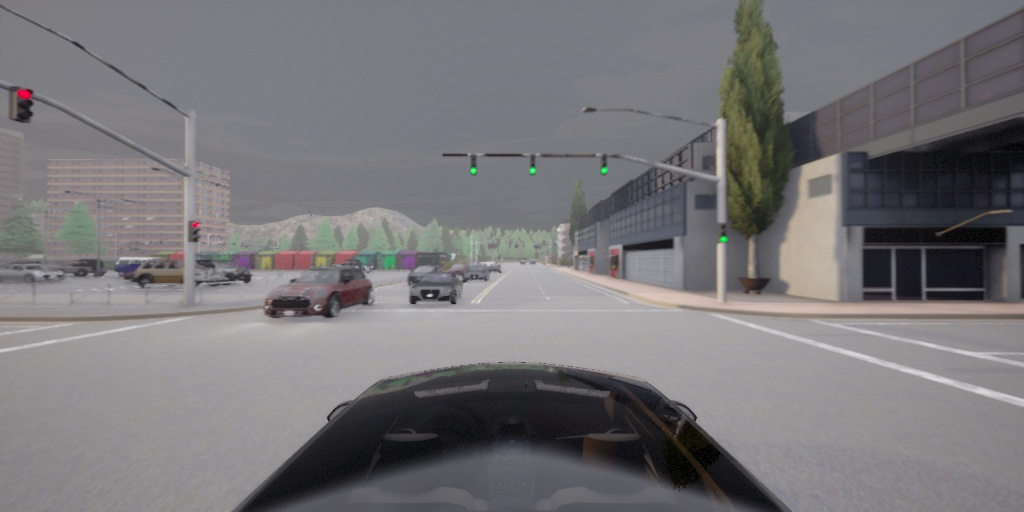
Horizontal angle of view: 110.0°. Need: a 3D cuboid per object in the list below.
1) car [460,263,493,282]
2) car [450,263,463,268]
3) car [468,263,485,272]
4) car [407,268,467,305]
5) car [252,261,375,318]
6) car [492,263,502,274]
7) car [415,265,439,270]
[{"bbox_3d":[-3.109,1.597,32.255,1.994,1.385,4.181,0,-1,2],"label":"car"},{"bbox_3d":[-6.176,1.602,42.060,1.882,1.535,5.008,0,-1,2],"label":"car"},{"bbox_3d":[-5.637,1.810,57.054,2.033,1.411,5.357,0,-1,2],"label":"car"},{"bbox_3d":[-3.442,1.454,16.865,1.994,1.385,4.181,0,0,-1],"label":"car"},{"bbox_3d":[-6.945,1.211,13.448,2.097,1.767,4.553,0,0,1],"label":"car"},{"bbox_3d":[-2.395,1.754,50.968,2.033,1.411,5.357,0,-1,3],"label":"car"},{"bbox_3d":[-6.748,1.476,28.366,1.882,1.535,5.008,0,-1,2],"label":"car"}]
